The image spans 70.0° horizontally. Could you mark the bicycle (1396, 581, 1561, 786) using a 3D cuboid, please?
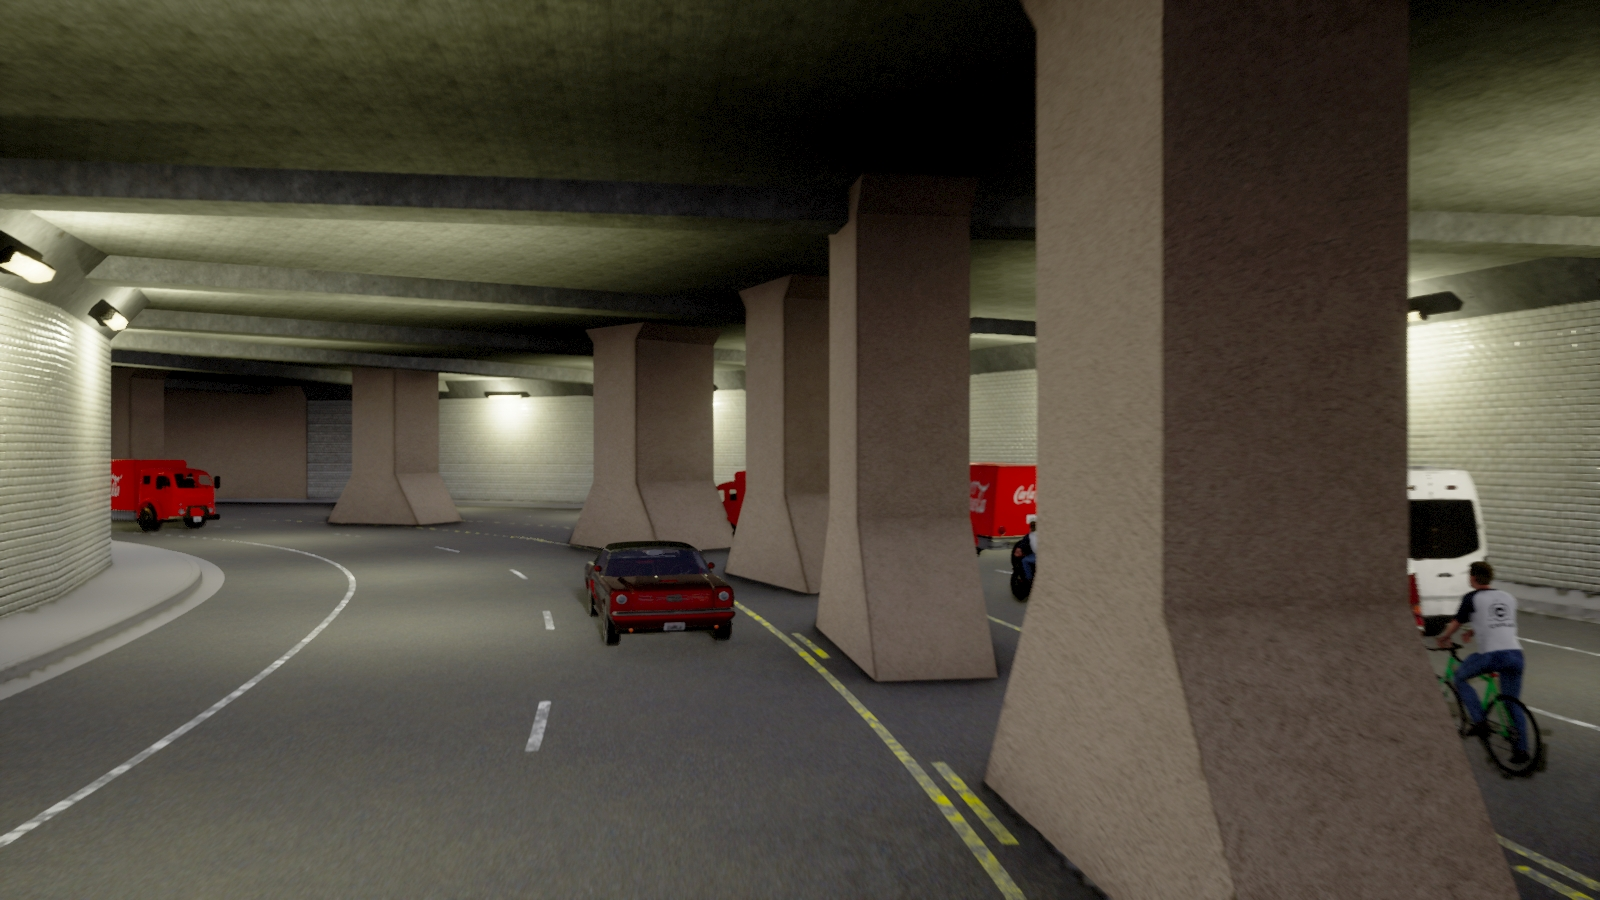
[{"bbox_3d":[6.095,2.041,10.356,0.373,1.521,1.643,0,0,-6],"label":"bicycle"}]

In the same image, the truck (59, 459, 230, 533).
[{"bbox_3d":[-23.255,1.575,40.538,5.204,2.467,2.627,0,0,23],"label":"truck"}]

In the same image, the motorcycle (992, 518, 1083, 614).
[{"bbox_3d":[4.224,2.031,20.507,0.803,1.505,2.033,0,0,-14],"label":"motorcycle"}]

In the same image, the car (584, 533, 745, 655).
[{"bbox_3d":[-2.295,2.155,18.140,1.895,1.301,4.718,0,0,-15],"label":"car"}]

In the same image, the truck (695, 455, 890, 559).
[{"bbox_3d":[-0.314,1.667,32.957,2.627,2.467,5.204,-8,2,-40],"label":"truck"}]
